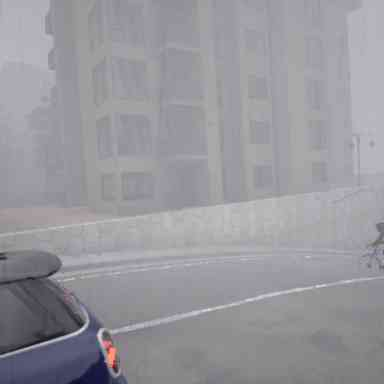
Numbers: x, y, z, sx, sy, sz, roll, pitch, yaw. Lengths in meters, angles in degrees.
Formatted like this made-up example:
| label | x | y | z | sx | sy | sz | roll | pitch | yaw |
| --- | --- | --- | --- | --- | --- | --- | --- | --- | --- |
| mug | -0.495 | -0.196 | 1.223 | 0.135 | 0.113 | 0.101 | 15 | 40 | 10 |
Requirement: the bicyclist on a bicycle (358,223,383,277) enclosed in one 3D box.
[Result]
| label | x | y | z | sx | sy | sz | roll | pitch | yaw |
| --- | --- | --- | --- | --- | --- | --- | --- | --- | --- |
| bicyclist on a bicycle | 5.526 | 1.710 | 9.481 | 0.582 | 1.620 | 1.656 | 5 | -5 | -32 |

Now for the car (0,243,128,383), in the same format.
| label | x | y | z | sx | sy | sz | roll | pitch | yaw |
| --- | --- | --- | --- | --- | --- | --- | --- | --- | --- |
| car | -2.774 | 1.361 | 2.091 | 4.553 | 1.767 | 2.097 | -2 | 1 | -34 |
